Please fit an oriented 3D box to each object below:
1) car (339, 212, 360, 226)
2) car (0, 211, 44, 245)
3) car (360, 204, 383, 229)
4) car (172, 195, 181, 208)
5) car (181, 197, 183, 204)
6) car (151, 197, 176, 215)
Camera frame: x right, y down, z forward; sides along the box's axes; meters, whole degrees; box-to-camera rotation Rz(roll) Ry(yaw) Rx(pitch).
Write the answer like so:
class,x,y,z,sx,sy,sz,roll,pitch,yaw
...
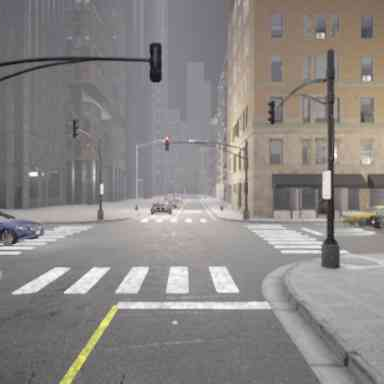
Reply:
class,x,y,z,sx,sy,sz,roll,pitch,yaw
car,12.195,1.476,21.662,4.829,1.417,1.752,0,0,-1
car,-9.119,1.525,14.940,4.674,1.442,1.812,0,0,6
car,12.288,1.519,18.905,4.181,1.385,1.994,0,0,0
car,-2.924,1.419,44.142,2.128,1.511,4.902,0,0,0
car,-2.819,1.246,60.071,2.097,1.767,4.553,0,0,1
car,-2.972,1.508,33.355,1.994,1.385,4.181,0,0,0
